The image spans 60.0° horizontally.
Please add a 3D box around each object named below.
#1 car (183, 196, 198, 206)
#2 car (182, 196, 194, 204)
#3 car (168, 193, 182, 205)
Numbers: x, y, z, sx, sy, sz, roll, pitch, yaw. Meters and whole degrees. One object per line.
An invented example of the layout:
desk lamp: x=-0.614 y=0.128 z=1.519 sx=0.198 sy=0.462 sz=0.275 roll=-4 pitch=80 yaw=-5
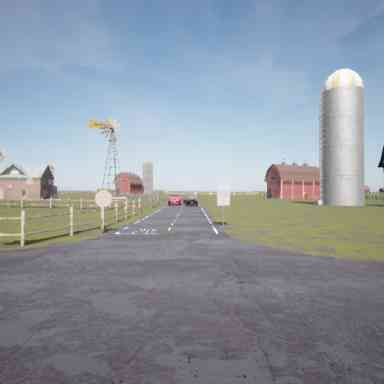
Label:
car: x=-0.068 y=1.504 z=53.992 sx=1.882 sy=1.535 sz=5.008 roll=0 pitch=0 yaw=-2
car: x=-0.735 y=1.498 z=64.102 sx=1.882 sy=1.535 sz=5.008 roll=0 pitch=0 yaw=-6
car: x=-3.006 y=1.245 z=58.060 sx=2.150 sy=2.045 sz=5.566 roll=0 pitch=0 yaw=-2
